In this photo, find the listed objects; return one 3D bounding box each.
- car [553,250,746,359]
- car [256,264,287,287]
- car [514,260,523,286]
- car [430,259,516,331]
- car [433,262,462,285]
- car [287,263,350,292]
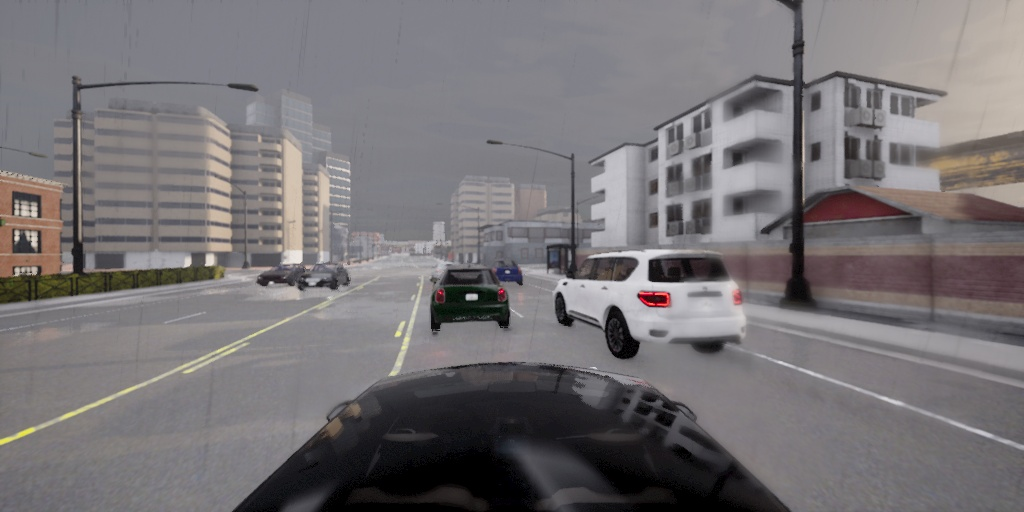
[{"bbox_3d":[2.722,0.922,8.613,2.150,2.045,5.566,0,-1,-11],"label":"car"},{"bbox_3d":[-15.263,1.231,24.416,2.033,1.411,5.357,0,0,-13],"label":"car"},{"bbox_3d":[-0.752,0.995,24.246,2.097,1.767,4.553,0,0,-13],"label":"car"},{"bbox_3d":[-1.439,1.059,11.196,2.097,1.767,4.553,0,0,-11],"label":"car"},{"bbox_3d":[-4.823,1.171,26.239,1.812,1.442,4.674,0,0,-13],"label":"car"},{"bbox_3d":[-10.925,1.180,21.072,2.128,1.511,4.902,0,0,-13],"label":"car"}]
